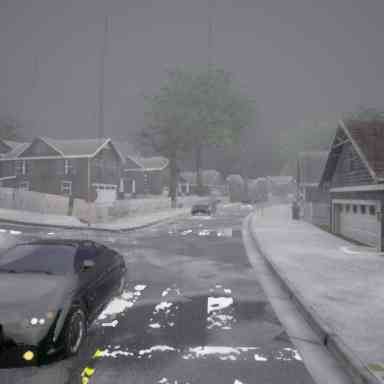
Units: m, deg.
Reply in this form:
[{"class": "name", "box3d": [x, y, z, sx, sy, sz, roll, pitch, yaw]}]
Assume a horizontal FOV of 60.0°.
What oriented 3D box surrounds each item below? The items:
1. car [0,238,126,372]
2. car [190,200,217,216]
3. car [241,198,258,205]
[{"class": "car", "box3d": [-2.525, 1.557, 5.870, 1.994, 1.385, 4.181, 0, 1, 2]}, {"class": "car", "box3d": [1.274, 1.518, 32.381, 2.033, 1.411, 5.357, 0, 0, 13]}, {"class": "car", "box3d": [9.946, 1.607, 57.692, 1.895, 1.301, 4.718, 0, -1, 24]}]
